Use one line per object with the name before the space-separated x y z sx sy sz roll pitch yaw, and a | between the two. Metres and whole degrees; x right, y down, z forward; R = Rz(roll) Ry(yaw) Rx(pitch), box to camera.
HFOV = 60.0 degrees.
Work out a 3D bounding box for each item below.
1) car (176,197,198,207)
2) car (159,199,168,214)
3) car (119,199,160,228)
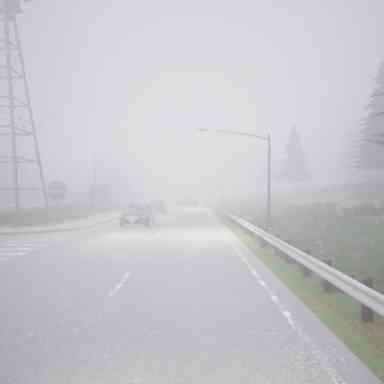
car | -0.811 1.476 52.752 2.128 1.511 4.902 0 0 -29
car | -3.586 1.496 34.941 1.837 1.490 4.892 0 0 0
car | -3.612 1.485 22.445 2.128 1.511 4.902 0 0 0
